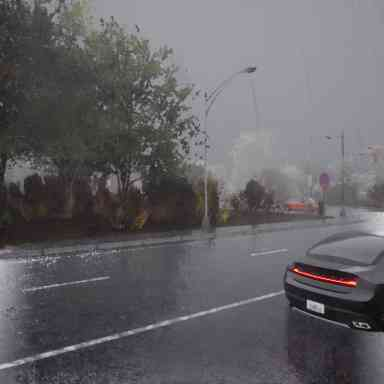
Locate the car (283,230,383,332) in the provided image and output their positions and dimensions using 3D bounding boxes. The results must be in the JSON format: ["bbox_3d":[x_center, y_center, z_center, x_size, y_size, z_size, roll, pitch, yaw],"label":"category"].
[{"bbox_3d":[3.858,1.505,6.489,4.892,1.490,1.837,0,0,-35],"label":"car"}]

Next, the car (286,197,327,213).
[{"bbox_3d":[12.533,1.352,36.838,2.097,1.767,4.553,0,0,-32],"label":"car"}]

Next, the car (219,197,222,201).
[{"bbox_3d":[4.527,1.354,69.521,1.994,1.385,4.181,0,1,-33],"label":"car"}]
